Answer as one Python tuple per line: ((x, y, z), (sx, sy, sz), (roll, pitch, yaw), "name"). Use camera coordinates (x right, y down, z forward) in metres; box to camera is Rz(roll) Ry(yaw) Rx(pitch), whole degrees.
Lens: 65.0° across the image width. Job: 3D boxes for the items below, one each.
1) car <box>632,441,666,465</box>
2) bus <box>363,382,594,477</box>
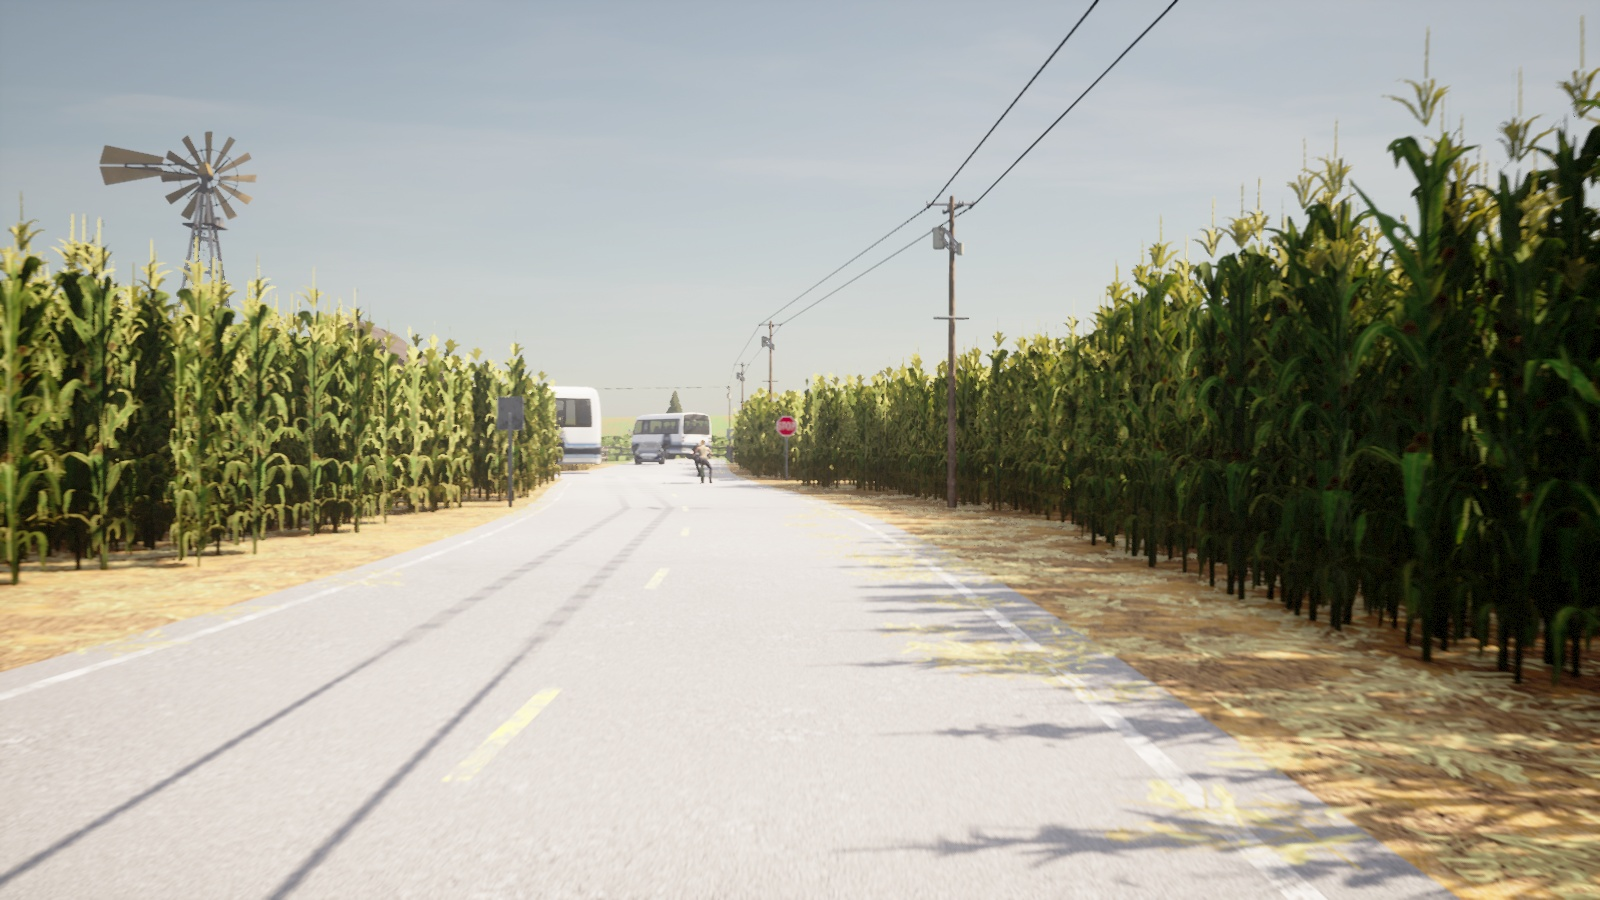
((-10.379, 0.179, 86.570), (2.033, 1.649, 4.856), (0, 0, -4), "car")
((-15.302, -0.981, 59.793), (10.273, 4.253, 3.944), (0, 2, -21), "bus")
